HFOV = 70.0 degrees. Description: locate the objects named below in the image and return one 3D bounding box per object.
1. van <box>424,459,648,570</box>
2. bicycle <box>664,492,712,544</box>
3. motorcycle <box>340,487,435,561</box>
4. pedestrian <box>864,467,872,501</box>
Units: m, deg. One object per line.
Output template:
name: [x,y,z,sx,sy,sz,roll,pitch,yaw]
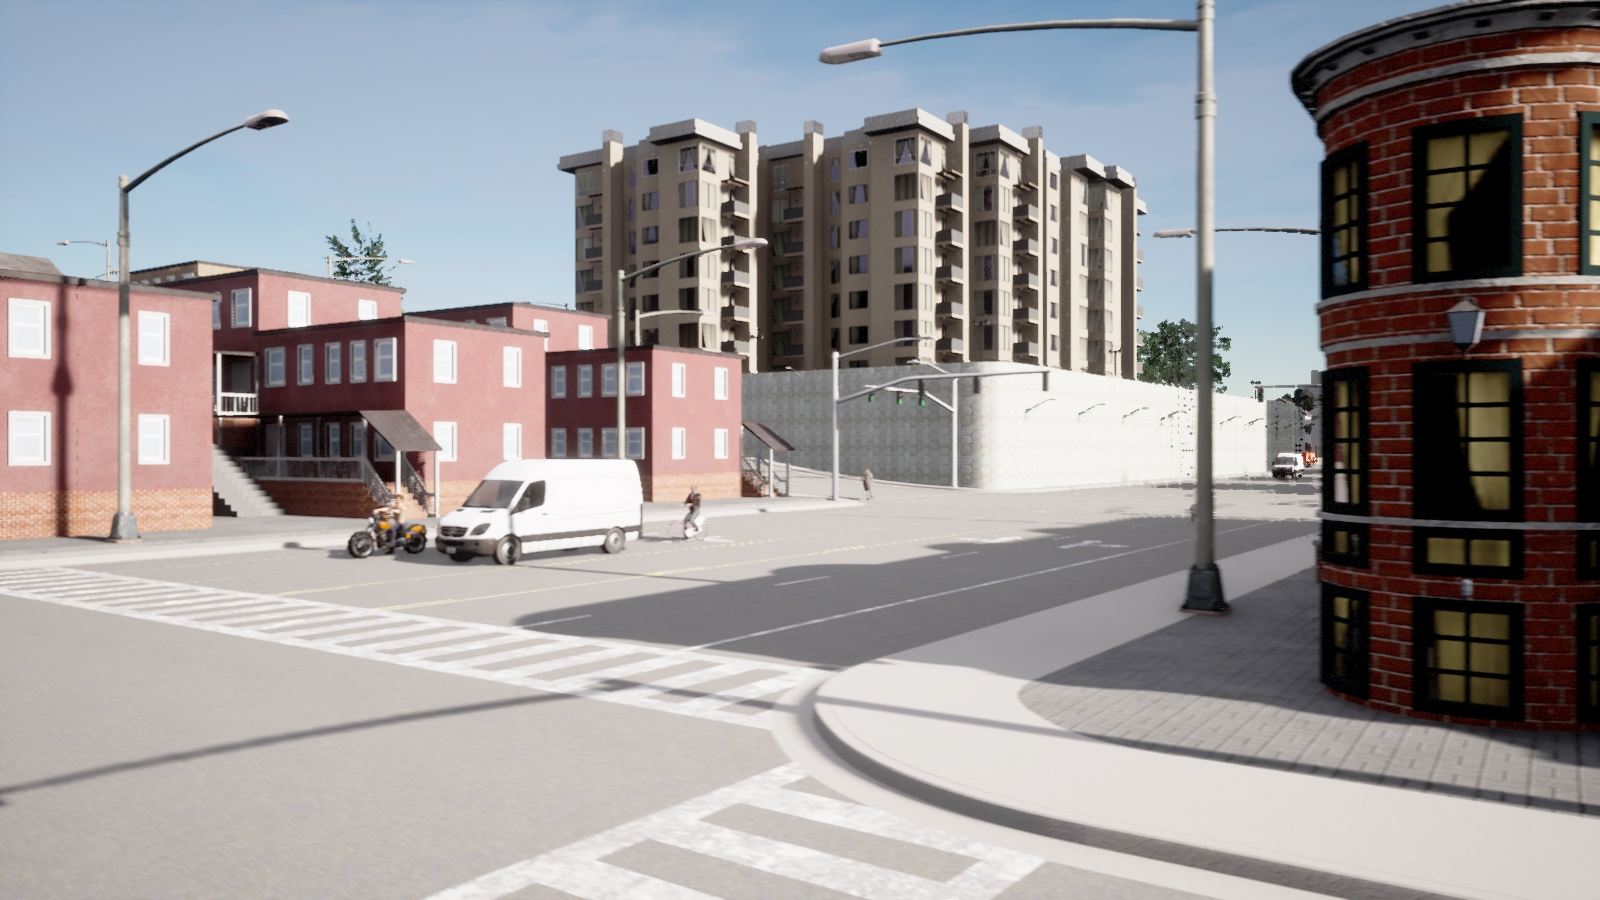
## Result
van: [-6.753,1.544,29.986,1.988,2.561,5.915,0,0,35]
bicycle: [-3.387,2.055,34.786,0.329,1.496,1.835,-1,0,35]
motorcycle: [-10.878,1.917,30.203,0.764,1.802,2.356,0,0,35]
pedestrian: [3.734,1.847,62.932,0.375,1.860,0.375,0,0,19]
